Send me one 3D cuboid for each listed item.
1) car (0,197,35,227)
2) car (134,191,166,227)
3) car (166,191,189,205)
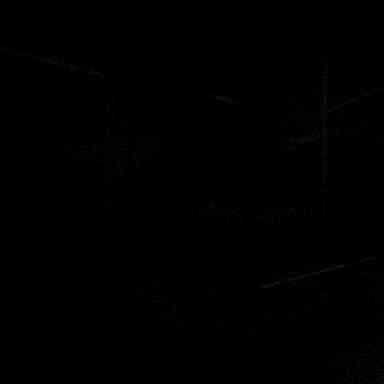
[{"bbox_3d":[-10.590,1.121,19.229,2.242,1.667,4.611,-1,2,-36],"label":"car"},{"bbox_3d":[-3.461,0.959,19.006,1.905,1.878,3.866,-1,2,-36],"label":"car"},{"bbox_3d":[-2.218,0.680,36.248,1.837,1.490,4.892,-1,2,-35],"label":"car"}]
